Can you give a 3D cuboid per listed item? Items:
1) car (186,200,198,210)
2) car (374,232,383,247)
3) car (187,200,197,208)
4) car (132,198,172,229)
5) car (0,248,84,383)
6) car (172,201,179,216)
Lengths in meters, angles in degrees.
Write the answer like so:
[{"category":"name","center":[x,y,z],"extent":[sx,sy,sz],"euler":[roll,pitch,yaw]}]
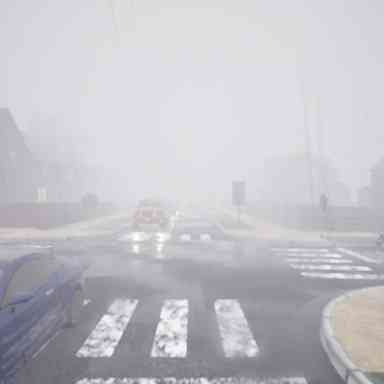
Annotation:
[{"category":"car","center":[-0.028,2.217,55.473],"extent":[1.994,1.385,4.181],"euler":[0,-1,0]},{"category":"car","center":[10.351,1.798,13.204],"extent":[5.357,1.411,2.033],"euler":[1,0,2]},{"category":"car","center":[-0.034,2.324,65.481],"extent":[1.837,1.490,4.892],"euler":[0,-1,0]},{"category":"car","center":[-2.863,1.448,24.099],"extent":[2.150,2.045,5.566],"euler":[0,-1,0]},{"category":"car","center":[-2.850,1.561,4.363],"extent":[1.812,1.442,4.674],"euler":[0,0,0]},{"category":"car","center":[-2.861,1.740,37.491],"extent":[2.097,1.767,4.553],"euler":[0,-1,0]}]
